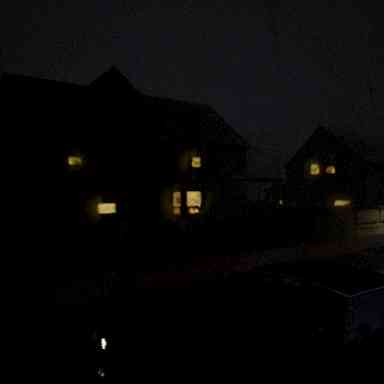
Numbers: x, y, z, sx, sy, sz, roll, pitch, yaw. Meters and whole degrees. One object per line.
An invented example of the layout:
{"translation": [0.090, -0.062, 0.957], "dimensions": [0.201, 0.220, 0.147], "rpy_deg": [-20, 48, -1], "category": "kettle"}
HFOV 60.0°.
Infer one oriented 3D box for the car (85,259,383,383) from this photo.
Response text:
{"translation": [1.282, 1.615, 3.985], "dimensions": [4.718, 1.301, 1.895], "rpy_deg": [0, 0, -35], "category": "car"}
